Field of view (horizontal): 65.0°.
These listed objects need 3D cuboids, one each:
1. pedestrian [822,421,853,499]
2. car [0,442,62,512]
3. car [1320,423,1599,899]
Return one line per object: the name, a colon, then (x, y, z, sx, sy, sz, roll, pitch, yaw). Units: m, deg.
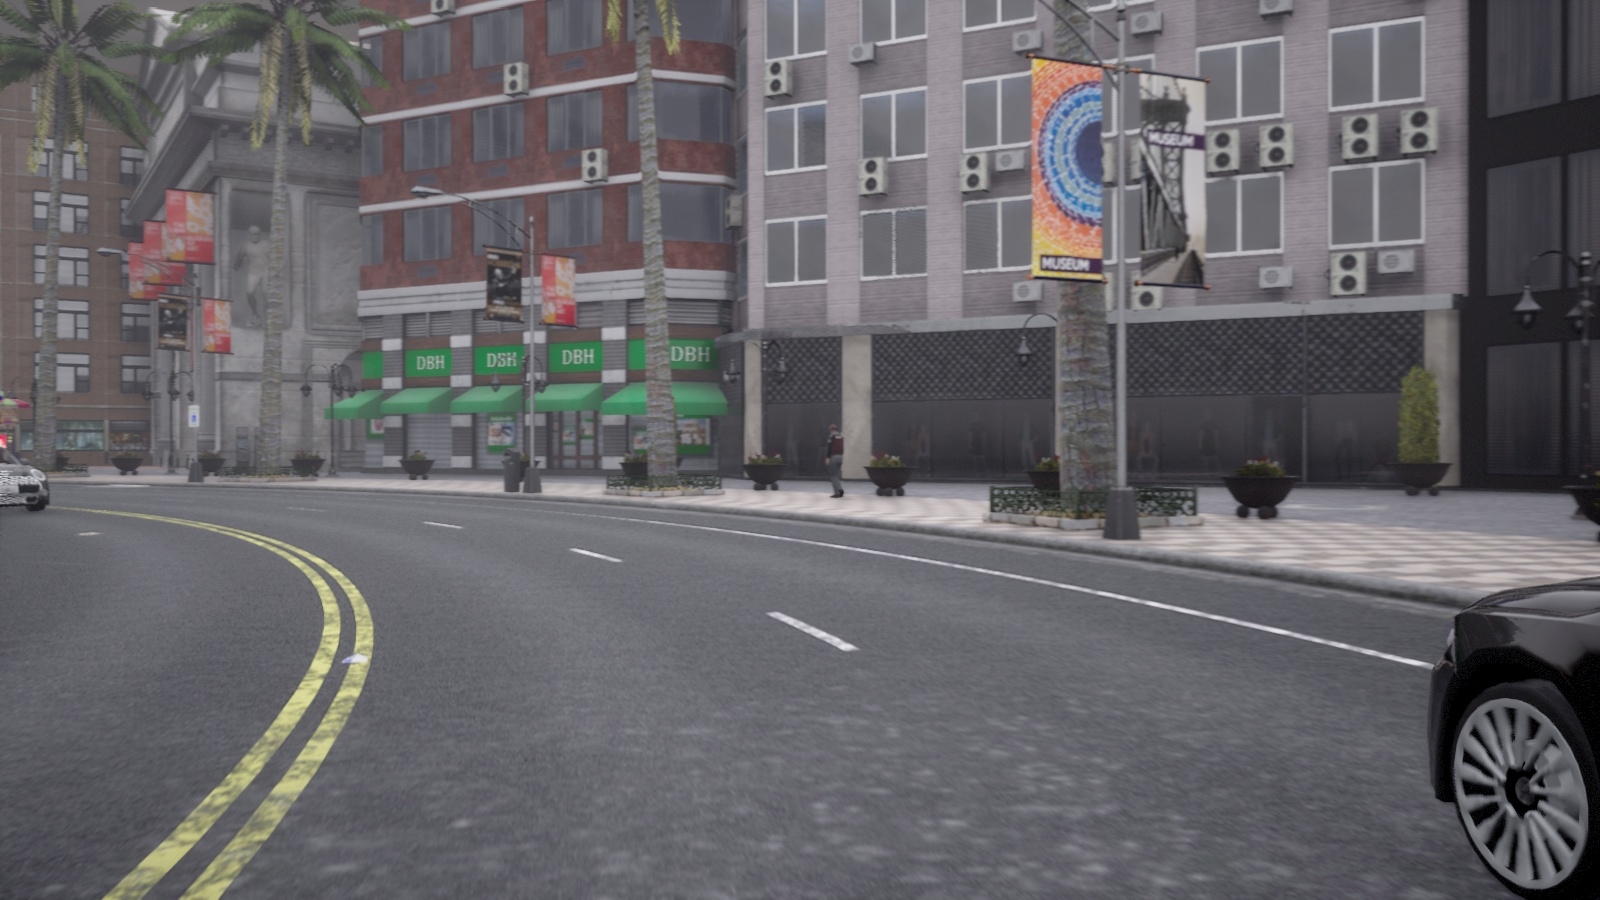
pedestrian: (0.903, 0.233, 30.082, 0.376, 1.854, 0.720, 0, 0, -38)
car: (-18.238, 0.563, 27.875, 3.806, 1.475, 1.970, 0, 0, 39)
car: (3.319, 0.686, 2.652, 2.128, 1.511, 4.902, 0, 0, -4)
